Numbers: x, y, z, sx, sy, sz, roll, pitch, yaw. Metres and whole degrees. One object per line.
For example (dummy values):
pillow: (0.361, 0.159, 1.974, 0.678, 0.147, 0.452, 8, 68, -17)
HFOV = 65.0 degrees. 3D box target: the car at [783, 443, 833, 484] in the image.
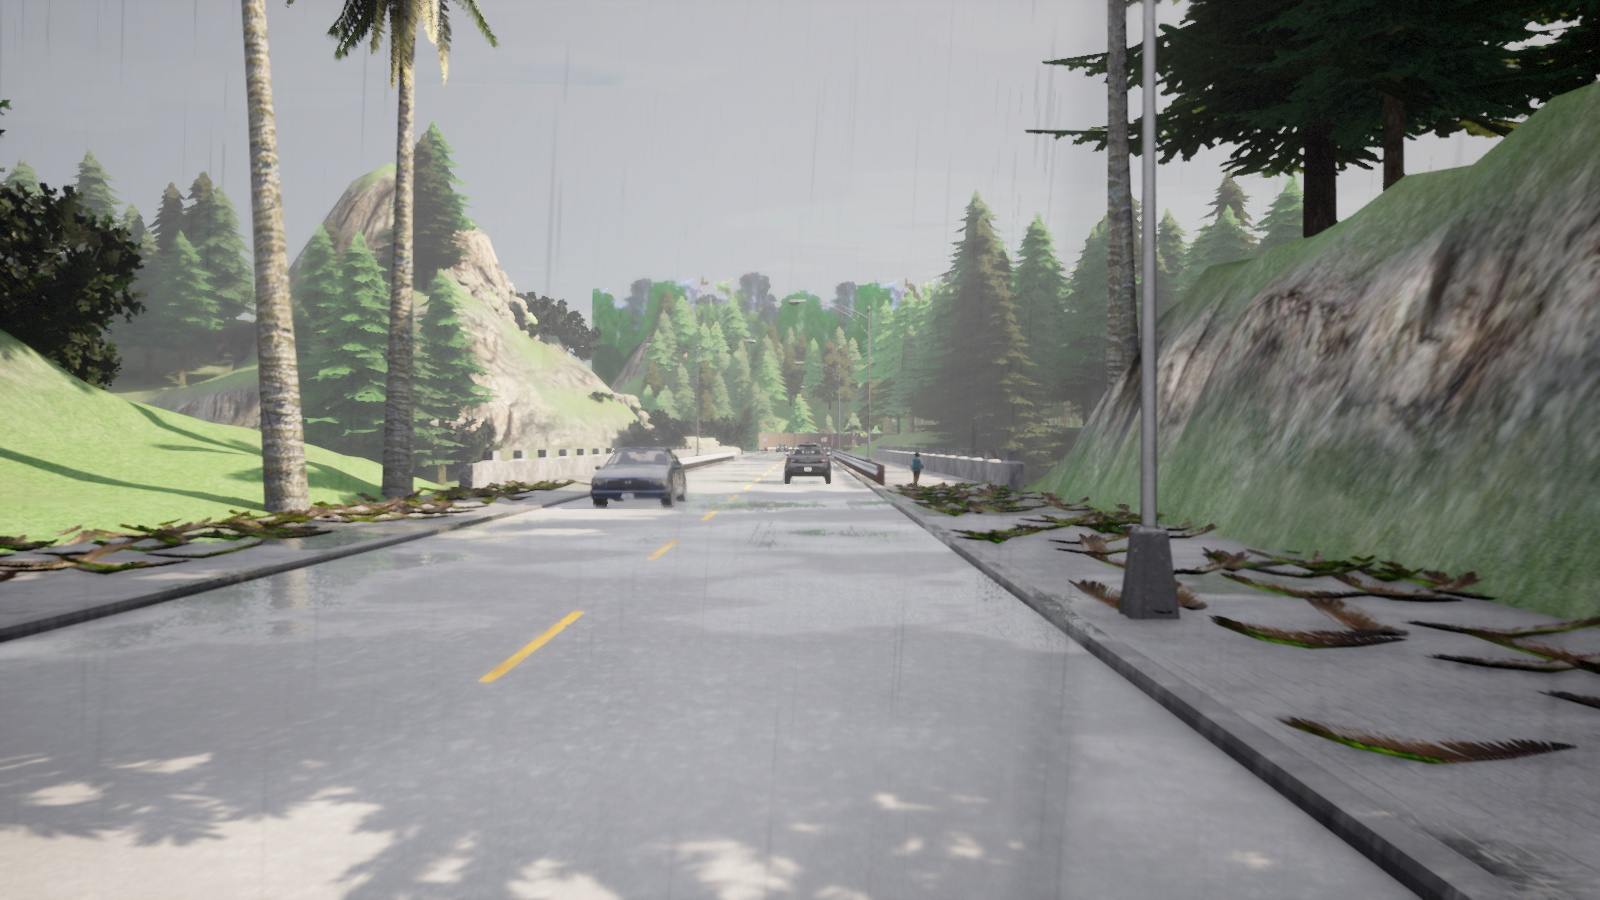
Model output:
car: (0.300, 0.490, 48.005, 1.816, 1.474, 4.193, 0, 0, 0)

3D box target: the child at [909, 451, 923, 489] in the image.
child: (3.640, 0.615, 39.367, 0.343, 1.192, 0.448, 0, 0, 17)

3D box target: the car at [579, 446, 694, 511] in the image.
car: (-3.805, 0.621, 30.201, 2.033, 1.411, 5.357, 0, 0, 0)
